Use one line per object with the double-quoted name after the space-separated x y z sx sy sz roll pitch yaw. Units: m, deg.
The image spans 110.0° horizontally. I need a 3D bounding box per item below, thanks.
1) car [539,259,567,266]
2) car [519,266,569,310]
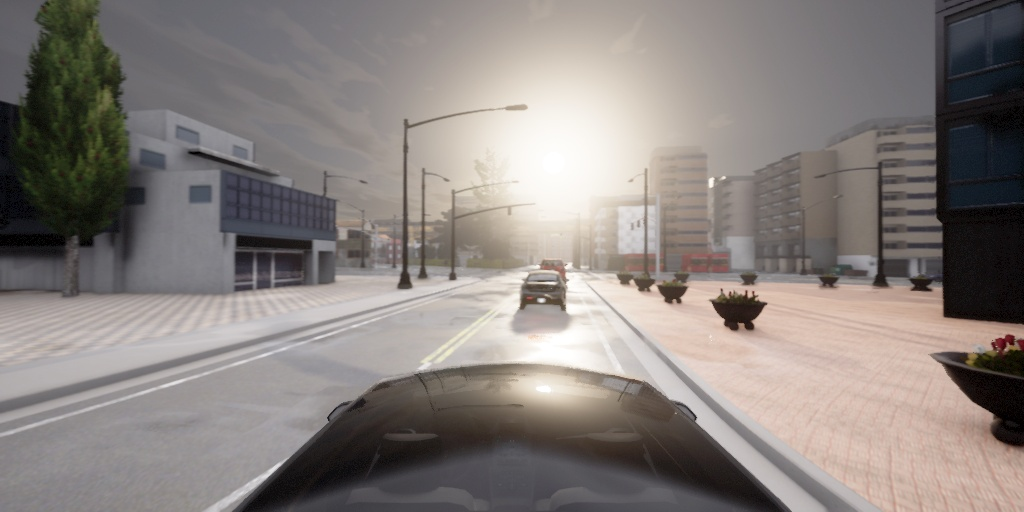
3.433 1.244 30.181 2.150 2.045 5.566 0 0 8 "car"
1.423 1.392 15.604 1.837 1.490 4.892 0 0 8 "car"
